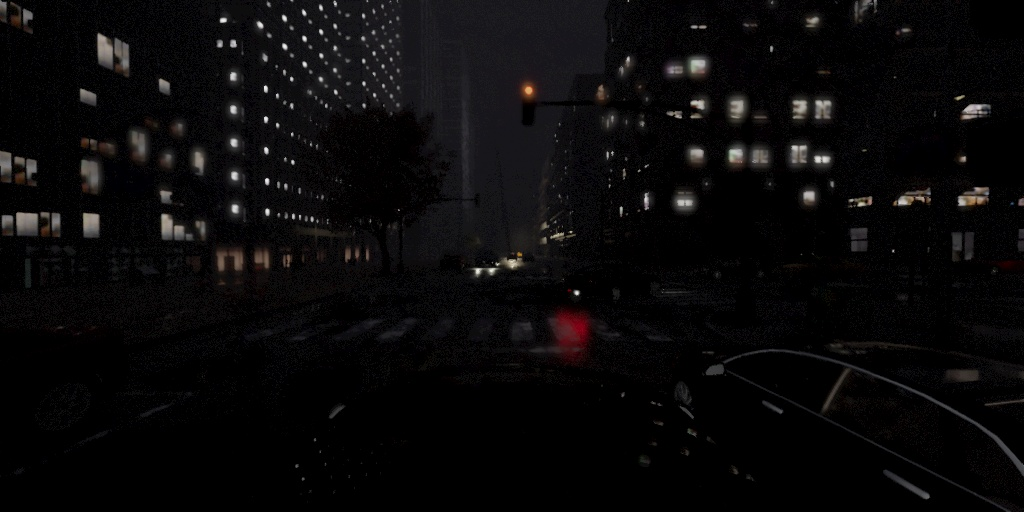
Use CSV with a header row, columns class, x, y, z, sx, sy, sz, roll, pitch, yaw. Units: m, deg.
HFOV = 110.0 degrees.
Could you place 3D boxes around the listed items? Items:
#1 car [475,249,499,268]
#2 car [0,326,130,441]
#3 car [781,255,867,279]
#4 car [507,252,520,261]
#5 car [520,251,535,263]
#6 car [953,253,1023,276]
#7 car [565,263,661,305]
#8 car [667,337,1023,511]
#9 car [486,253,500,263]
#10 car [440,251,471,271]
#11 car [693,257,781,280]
class,x,y,z,sx,sy,sz,roll,pitch,yaw
car,-3.076,0.254,42.093,2.150,2.045,5.566,0,1,0
car,-5.691,1.279,2.609,1.888,1.381,4.507,0,0,0
car,18.841,0.621,22.059,4.829,1.417,1.751,0,0,-1
car,0.029,0.143,64.292,2.128,1.511,4.902,0,1,0
car,2.716,0.340,57.075,1.948,1.339,4.313,0,0,0
car,30.146,0.485,22.166,4.507,1.381,1.888,0,0,-1
car,4.201,1.009,14.574,4.892,1.490,1.837,-2,-1,-40
car,2.689,1.284,2.605,2.007,1.370,4.403,0,0,0
car,-3.044,0.244,57.512,1.882,1.535,5.008,0,1,0
car,-5.676,0.472,34.991,2.192,1.841,5.009,0,0,0
car,13.444,0.725,22.009,4.403,1.370,2.007,0,0,-1
